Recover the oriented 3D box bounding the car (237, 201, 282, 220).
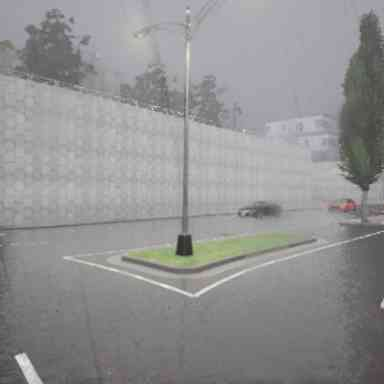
[{"bbox_3d":[5.806,1.512,28.183,2.128,1.511,4.902,1,0,45],"label":"car"}]

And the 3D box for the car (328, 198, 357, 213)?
[{"bbox_3d":[18.504,1.574,40.908,2.097,1.767,4.553,1,0,45],"label":"car"}]
